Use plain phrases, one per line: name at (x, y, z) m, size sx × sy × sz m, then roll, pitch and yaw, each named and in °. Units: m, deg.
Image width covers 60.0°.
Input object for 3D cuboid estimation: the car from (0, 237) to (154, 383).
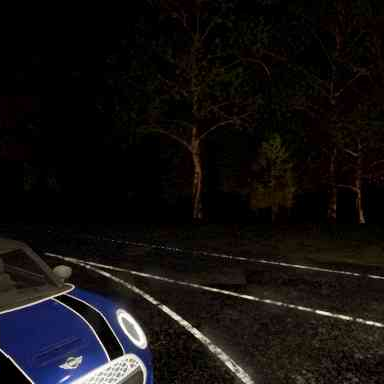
car at (-2.582, 1.338, 3.726) m, size 4.553 × 1.767 × 2.097 m, roll 1°, pitch 0°, yaw 35°
